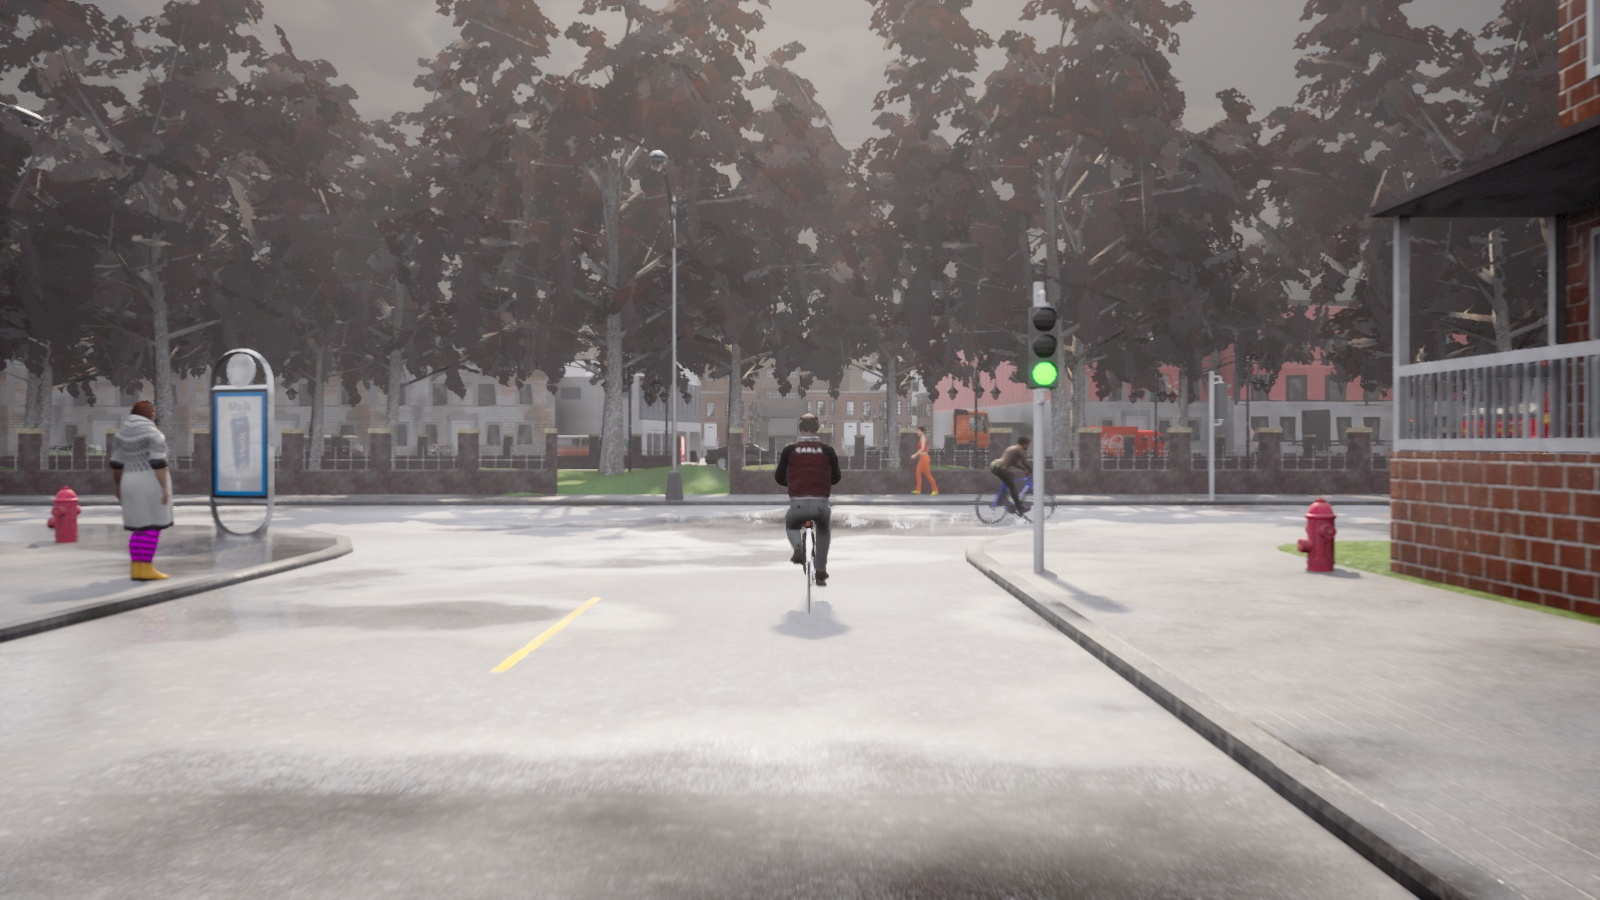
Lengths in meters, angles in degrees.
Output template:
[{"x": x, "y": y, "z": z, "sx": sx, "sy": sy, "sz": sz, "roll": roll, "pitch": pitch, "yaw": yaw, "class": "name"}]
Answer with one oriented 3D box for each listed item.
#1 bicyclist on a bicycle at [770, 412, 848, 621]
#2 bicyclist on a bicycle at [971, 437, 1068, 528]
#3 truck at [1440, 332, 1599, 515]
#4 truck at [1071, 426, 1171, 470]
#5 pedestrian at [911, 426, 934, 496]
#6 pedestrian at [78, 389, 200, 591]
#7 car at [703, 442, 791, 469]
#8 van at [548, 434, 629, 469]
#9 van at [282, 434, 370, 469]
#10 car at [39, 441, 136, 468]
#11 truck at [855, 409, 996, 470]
[{"x": 0.081, "y": 0.555, "z": 11.599, "sx": 0.659, "sy": 1.776, "sz": 1.843, "roll": 0, "pitch": 1, "yaw": 0, "class": "bicyclist on a bicycle"}, {"x": 4.034, "y": 0.578, "z": 23.103, "sx": 1.656, "sy": 1.620, "sz": 0.582, "roll": 0, "pitch": 2, "yaw": -19, "class": "bicyclist on a bicycle"}, {"x": 19.148, "y": -0.553, "z": 27.871, "sx": 8.468, "sy": 3.827, "sz": 2.891, "roll": 0, "pitch": 0, "yaw": -3, "class": "truck"}, {"x": 18.625, "y": -0.118, "z": 73.069, "sx": 5.204, "sy": 2.467, "sz": 2.627, "roll": 0, "pitch": 0, "yaw": 0, "class": "truck"}, {"x": 3.241, "y": 0.280, "z": 33.209, "sx": 0.594, "sy": 1.836, "sz": 0.345, "roll": 0, "pitch": 0, "yaw": 0, "class": "pedestrian"}, {"x": -6.673, "y": 0.382, "z": 12.698, "sx": 0.659, "sy": 1.952, "sz": 0.873, "roll": 0, "pitch": 0, "yaw": 28, "class": "pedestrian"}, {"x": -3.056, "y": 0.328, "z": 73.176, "sx": 5.008, "sy": 1.535, "sz": 1.882, "roll": 0, "pitch": 0, "yaw": 0, "class": "car"}, {"x": -12.287, "y": 0.095, "z": 73.218, "sx": 4.442, "sy": 1.987, "sz": 1.775, "roll": 0, "pitch": 0, "yaw": 0, "class": "van"}, {"x": -27.611, "y": 0.083, "z": 73.274, "sx": 4.442, "sy": 1.987, "sz": 1.775, "roll": 0, "pitch": 0, "yaw": 0, "class": "van"}, {"x": -41.589, "y": 0.265, "z": 73.324, "sx": 4.514, "sy": 1.525, "sz": 2.007, "roll": 0, "pitch": 0, "yaw": 0, "class": "car"}, {"x": 7.215, "y": -0.623, "z": 73.121, "sx": 7.936, "sy": 3.462, "sz": 2.891, "roll": 0, "pitch": 0, "yaw": 0, "class": "truck"}]
